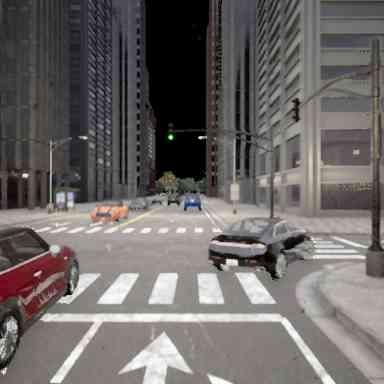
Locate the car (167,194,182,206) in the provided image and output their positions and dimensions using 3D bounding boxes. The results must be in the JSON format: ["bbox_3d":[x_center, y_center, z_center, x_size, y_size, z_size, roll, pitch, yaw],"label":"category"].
[{"bbox_3d":[-3.251,1.428,59.401,2.150,2.045,5.566,0,0,0],"label":"car"}]

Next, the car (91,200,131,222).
[{"bbox_3d":[-6.596,1.444,26.943,2.097,1.767,4.553,0,0,0],"label":"car"}]

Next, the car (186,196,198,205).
[{"bbox_3d":[0.043,1.575,63.810,2.097,1.767,4.553,0,0,0],"label":"car"}]

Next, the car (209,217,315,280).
[{"bbox_3d":[2.311,1.530,10.257,2.128,1.511,4.902,-1,0,33],"label":"car"}]

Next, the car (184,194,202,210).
[{"bbox_3d":[0.096,1.365,44.504,2.150,2.045,5.566,0,-1,0],"label":"car"}]

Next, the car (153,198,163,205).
[{"bbox_3d":[-6.501,1.825,62.263,1.895,1.301,4.718,0,0,0],"label":"car"}]

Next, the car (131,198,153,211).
[{"bbox_3d":[-6.587,1.497,42.245,2.097,1.767,4.553,0,0,0],"label":"car"}]

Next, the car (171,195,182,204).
[{"bbox_3d":[-3.251,1.516,69.993,2.097,1.767,4.553,0,0,0],"label":"car"}]

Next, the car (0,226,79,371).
[{"bbox_3d":[-3.505,1.373,5.795,2.097,1.767,4.553,0,0,-5],"label":"car"}]
